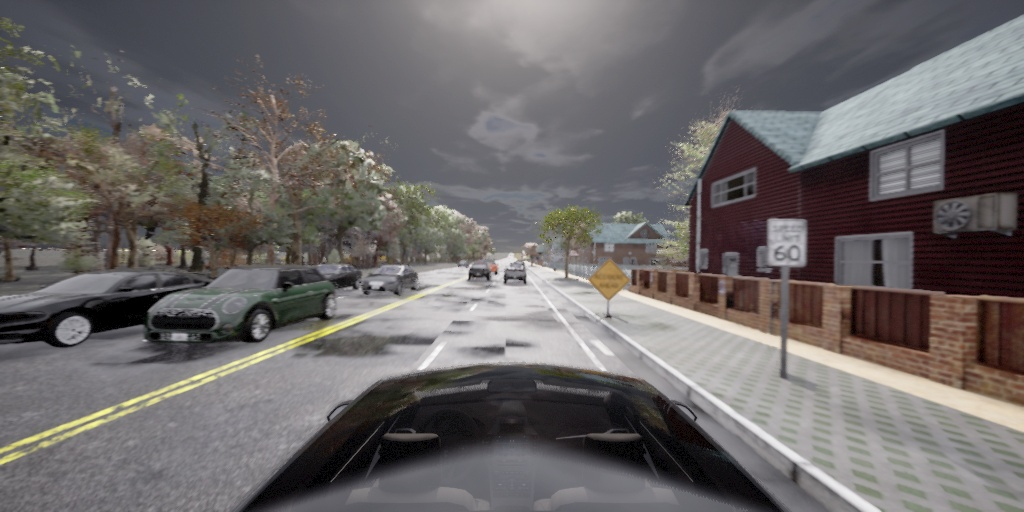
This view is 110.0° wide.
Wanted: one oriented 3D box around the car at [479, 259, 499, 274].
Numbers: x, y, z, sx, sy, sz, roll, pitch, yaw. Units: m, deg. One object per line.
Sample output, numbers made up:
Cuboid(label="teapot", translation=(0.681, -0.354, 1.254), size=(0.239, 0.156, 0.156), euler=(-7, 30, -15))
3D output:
Cuboid(label="car", translation=(-2.815, 1.383, 46.223), size=(2.097, 1.767, 4.553), euler=(1, -1, 0))

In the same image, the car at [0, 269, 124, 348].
Cuboid(label="car", translation=(-9.785, 1.076, 8.898), size=(1.882, 1.535, 5.008), euler=(1, 0, 0))

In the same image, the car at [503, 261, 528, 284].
Cuboid(label="car", translation=(0.279, 1.468, 30.180), size=(2.128, 1.511, 4.902), euler=(1, -1, 1))

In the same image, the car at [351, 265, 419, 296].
Cuboid(label="car", translation=(-6.445, 1.243, 19.495), size=(2.128, 1.511, 4.902), euler=(1, 0, 1))

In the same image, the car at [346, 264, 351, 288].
Cuboid(label="car", translation=(-9.697, 1.172, 19.264), size=(2.128, 1.511, 4.902), euler=(1, 0, 1))

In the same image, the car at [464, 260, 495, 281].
Cuboid(label="car", translation=(-2.909, 1.412, 33.332), size=(1.882, 1.535, 5.008), euler=(1, 0, 0))

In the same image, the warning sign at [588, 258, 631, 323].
Cuboid(label="warning sign", translation=(2.914, 1.001, 10.900), size=(1.300, 1.860, 1.060), euler=(0, 0, 0))

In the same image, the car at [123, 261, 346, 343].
Cuboid(label="car", translation=(-6.529, 1.023, 9.324), size=(2.097, 1.767, 4.553), euler=(1, 0, 0))
